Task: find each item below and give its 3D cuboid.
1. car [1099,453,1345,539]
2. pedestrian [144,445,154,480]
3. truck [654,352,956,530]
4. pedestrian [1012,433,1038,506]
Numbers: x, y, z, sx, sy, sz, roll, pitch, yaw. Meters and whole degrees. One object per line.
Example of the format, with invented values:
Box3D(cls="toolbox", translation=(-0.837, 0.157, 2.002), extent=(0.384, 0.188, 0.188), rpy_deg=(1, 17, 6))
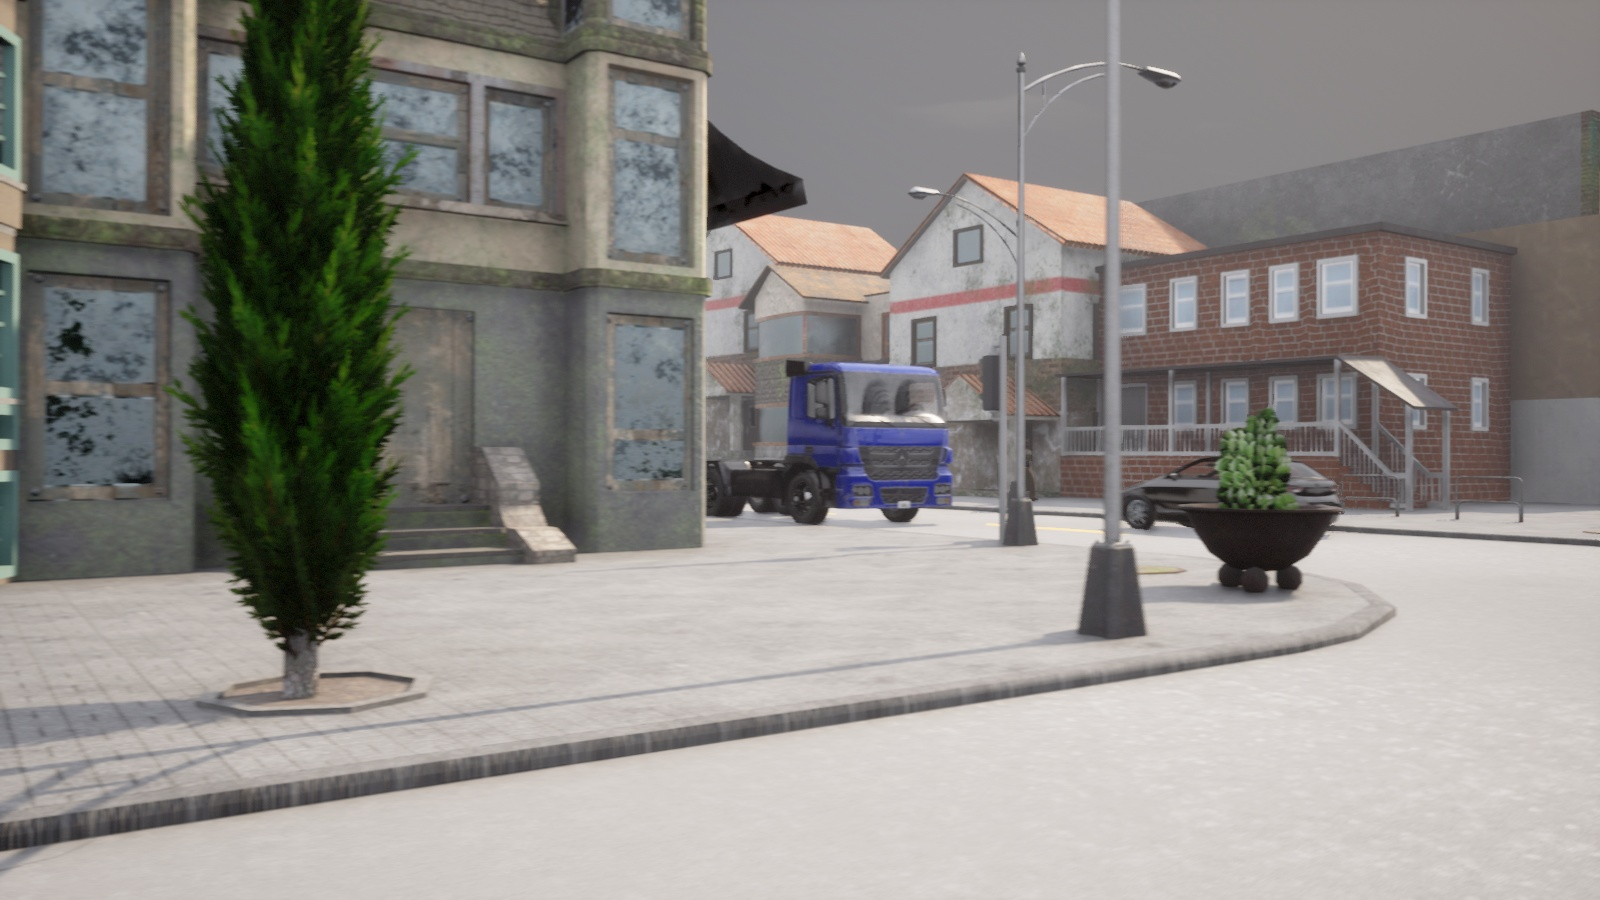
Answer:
Box3D(cls="car", translation=(7.901, 0.800, 23.869), extent=(1.816, 1.474, 4.193), rpy_deg=(0, 0, -34))
Box3D(cls="pedestrian", translation=(-36.691, 0.706, 70.815), extent=(0.396, 1.930, 0.692), rpy_deg=(0, 0, -36))
Box3D(cls="truck", translation=(-0.179, -0.167, 28.487), extent=(2.891, 3.462, 7.936), rpy_deg=(0, 0, -34))
Box3D(cls="pedestrian", translation=(6.075, 0.525, 33.917), extent=(0.395, 1.930, 0.692), rpy_deg=(0, 0, -18))
